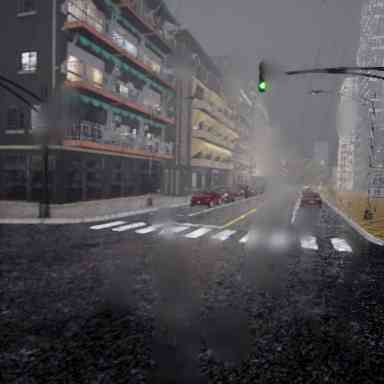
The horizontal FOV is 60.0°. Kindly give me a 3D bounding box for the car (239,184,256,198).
[{"bbox_3d":[6.686,-0.163,43.906,2.192,1.841,5.009,2,2,19],"label":"car"}]

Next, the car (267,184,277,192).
[{"bbox_3d":[17.552,-0.989,76.000,2.192,1.841,5.009,2,2,19],"label":"car"}]

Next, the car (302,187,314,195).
[{"bbox_3d":[21.847,-0.139,62.697,1.887,1.381,4.507,2,2,19],"label":"car"}]

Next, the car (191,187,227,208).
[{"bbox_3d":[1.249,0.482,27.866,1.887,1.381,4.507,2,2,19],"label":"car"}]

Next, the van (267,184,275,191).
[{"bbox_3d":[19.362,-1.099,81.349,1.690,1.788,3.998,2,2,19],"label":"van"}]

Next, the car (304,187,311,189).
[{"bbox_3d":[18.224,0.143,51.999,2.008,1.369,4.403,2,2,19],"label":"car"}]

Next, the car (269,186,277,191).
[{"bbox_3d":[21.169,-0.995,86.706,1.802,1.307,4.206,2,2,19],"label":"car"}]

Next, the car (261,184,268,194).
[{"bbox_3d":[12.114,-0.310,59.962,1.802,1.307,4.206,2,2,19],"label":"car"}]

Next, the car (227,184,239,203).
[{"bbox_3d":[3.062,0.238,33.212,1.967,1.590,4.097,2,2,19],"label":"car"}]

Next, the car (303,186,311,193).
[{"bbox_3d":[27.334,-0.573,78.905,1.752,1.417,4.829,2,2,19],"label":"car"}]

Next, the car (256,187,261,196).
[{"bbox_3d":[8.495,-0.176,49.258,1.967,1.590,4.097,2,2,19],"label":"car"}]

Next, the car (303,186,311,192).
[{"bbox_3d":[29.090,-0.686,84.094,1.887,1.381,4.507,2,2,19],"label":"car"}]

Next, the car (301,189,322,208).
[{"bbox_3d":[10.980,0.689,30.603,1.887,1.381,4.507,2,2,19],"label":"car"}]
